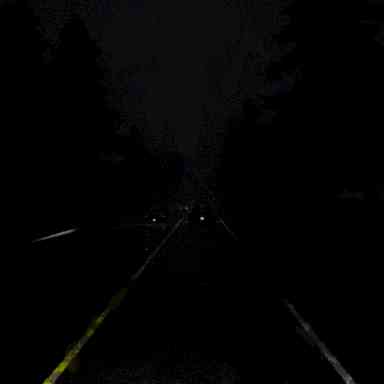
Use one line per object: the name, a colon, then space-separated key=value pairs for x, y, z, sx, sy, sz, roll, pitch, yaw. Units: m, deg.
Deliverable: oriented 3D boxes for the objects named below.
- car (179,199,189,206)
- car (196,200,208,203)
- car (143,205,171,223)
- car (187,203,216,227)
car: x=-1.637 y=2.163 z=69.181 sx=2.128 sy=1.511 sz=4.902 roll=0 pitch=-1 yaw=2
car: x=1.208 y=1.769 z=41.559 sx=2.097 sy=1.767 sz=4.553 roll=0 pitch=-1 yaw=2
car: x=-2.854 y=1.813 z=28.444 sx=2.033 sy=1.411 sz=5.357 roll=0 pitch=-1 yaw=2
car: x=0.756 y=1.816 z=25.073 sx=1.994 sy=1.385 sz=4.181 roll=0 pitch=-1 yaw=1
